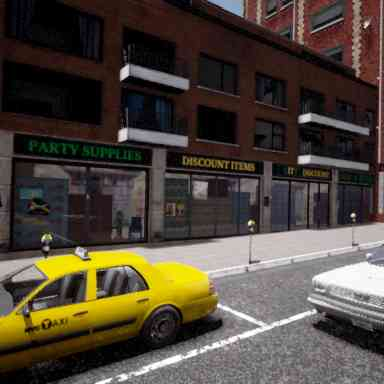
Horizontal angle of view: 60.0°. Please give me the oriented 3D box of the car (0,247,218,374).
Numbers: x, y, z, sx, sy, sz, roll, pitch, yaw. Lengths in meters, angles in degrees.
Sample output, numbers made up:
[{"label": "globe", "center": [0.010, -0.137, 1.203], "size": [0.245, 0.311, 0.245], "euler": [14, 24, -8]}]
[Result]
[{"label": "car", "center": [-1.844, 1.526, 4.755], "size": [4.829, 1.417, 1.752], "euler": [0, 2, -35]}]

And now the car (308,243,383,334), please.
[{"label": "car", "center": [4.246, 1.606, 6.083], "size": [4.718, 1.301, 1.895], "euler": [0, 0, -35]}]
